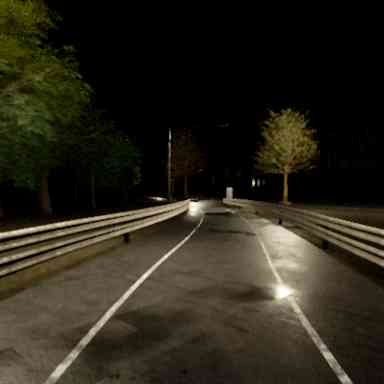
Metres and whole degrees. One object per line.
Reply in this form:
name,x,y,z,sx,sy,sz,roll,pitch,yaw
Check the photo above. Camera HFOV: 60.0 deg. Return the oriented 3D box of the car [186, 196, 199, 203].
car,-0.059,1.532,68.867,1.895,1.301,4.718,0,0,-12
